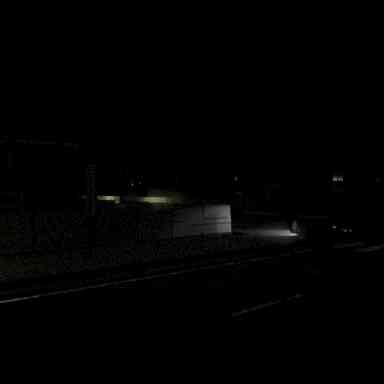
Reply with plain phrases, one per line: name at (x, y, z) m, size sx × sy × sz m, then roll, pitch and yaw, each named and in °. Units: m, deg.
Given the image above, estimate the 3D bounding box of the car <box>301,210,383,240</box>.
car at (8.030, 1.553, 15.858) m, size 5.357 × 1.411 × 2.033 m, roll 0°, pitch 0°, yaw 21°
